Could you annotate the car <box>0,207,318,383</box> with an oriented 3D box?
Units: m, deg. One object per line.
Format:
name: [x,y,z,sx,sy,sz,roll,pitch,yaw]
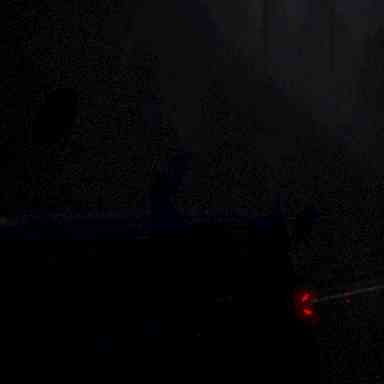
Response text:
car: [-1.465,1.193,2.426,5.566,2.045,2.150,0,0,-34]
